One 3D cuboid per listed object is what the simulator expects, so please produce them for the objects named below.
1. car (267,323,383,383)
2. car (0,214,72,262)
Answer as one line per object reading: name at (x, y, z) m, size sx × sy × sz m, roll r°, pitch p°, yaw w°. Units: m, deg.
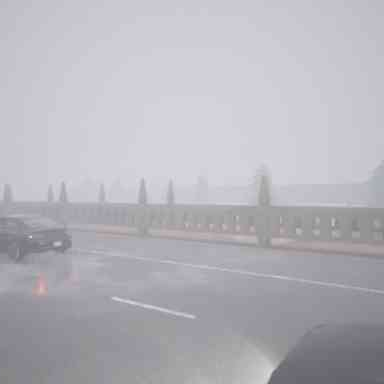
car at (3.054, 1.523, 1.704) m, size 5.357 × 1.411 × 2.033 m, roll 0°, pitch 0°, yaw 36°
car at (-6.359, 1.547, 12.236) m, size 4.674 × 1.442 × 1.812 m, roll 0°, pitch 0°, yaw 33°
